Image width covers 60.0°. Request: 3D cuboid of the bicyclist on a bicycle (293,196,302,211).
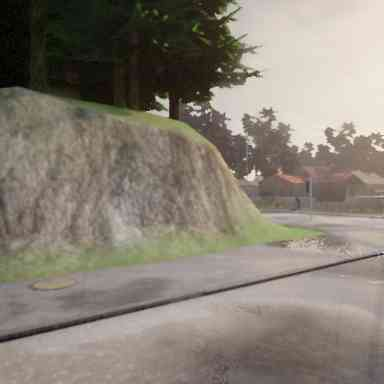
[{"bbox_3d":[11.795,1.324,37.231,1.656,1.620,0.582,0,0,-36],"label":"bicyclist on a bicycle"}]
